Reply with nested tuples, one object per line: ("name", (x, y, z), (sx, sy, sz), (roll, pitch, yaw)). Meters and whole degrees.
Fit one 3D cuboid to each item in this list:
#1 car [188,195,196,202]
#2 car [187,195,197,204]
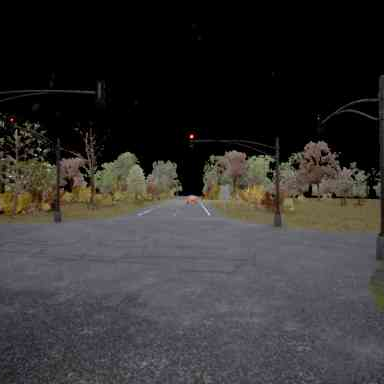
("car", (0.020, 1.449, 78.014), (1.812, 1.442, 4.674), (0, 0, 0))
("car", (0.018, 1.424, 67.978), (2.097, 1.767, 4.553), (0, 0, 0))
